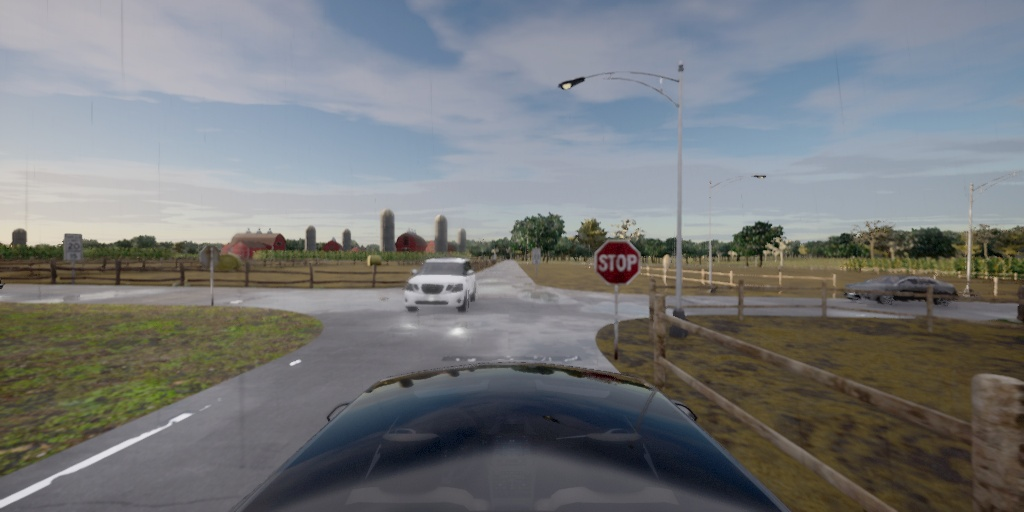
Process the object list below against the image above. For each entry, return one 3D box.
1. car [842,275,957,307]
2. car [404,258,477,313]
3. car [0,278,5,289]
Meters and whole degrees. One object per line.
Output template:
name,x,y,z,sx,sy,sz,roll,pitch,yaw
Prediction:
car,20.460,1.788,19.045,4.902,1.511,2.128,1,0,0
car,-2.742,1.097,14.977,2.150,2.045,5.566,1,0,0
car,-26.131,1.000,15.788,5.357,1.411,2.033,1,0,0
